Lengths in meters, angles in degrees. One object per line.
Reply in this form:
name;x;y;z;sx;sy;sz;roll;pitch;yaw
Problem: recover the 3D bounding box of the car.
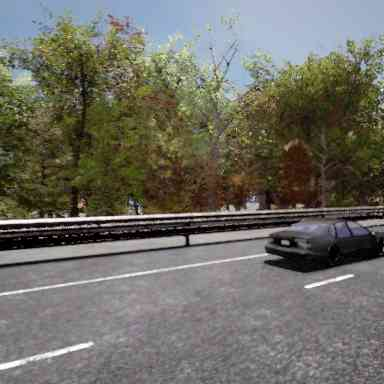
car;4.930;1.627;11.714;5.357;1.411;2.033;1;0;-35
